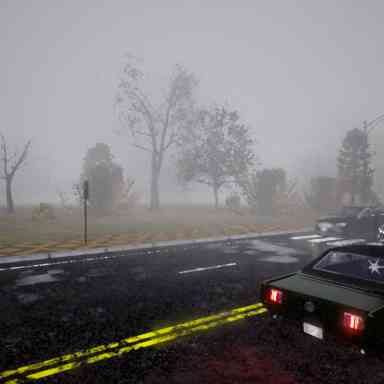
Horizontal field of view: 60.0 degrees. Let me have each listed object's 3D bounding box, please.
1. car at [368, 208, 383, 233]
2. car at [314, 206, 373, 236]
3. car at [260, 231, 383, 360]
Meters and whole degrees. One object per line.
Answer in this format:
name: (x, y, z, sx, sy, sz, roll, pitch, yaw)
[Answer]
car: (9.867, 1.501, 14.149, 4.892, 1.490, 1.837, 0, 0, -33)
car: (8.282, 1.487, 16.992, 4.902, 1.511, 2.128, 0, 0, -33)
car: (3.480, 1.600, 5.790, 4.718, 1.301, 1.895, 0, 0, -35)
